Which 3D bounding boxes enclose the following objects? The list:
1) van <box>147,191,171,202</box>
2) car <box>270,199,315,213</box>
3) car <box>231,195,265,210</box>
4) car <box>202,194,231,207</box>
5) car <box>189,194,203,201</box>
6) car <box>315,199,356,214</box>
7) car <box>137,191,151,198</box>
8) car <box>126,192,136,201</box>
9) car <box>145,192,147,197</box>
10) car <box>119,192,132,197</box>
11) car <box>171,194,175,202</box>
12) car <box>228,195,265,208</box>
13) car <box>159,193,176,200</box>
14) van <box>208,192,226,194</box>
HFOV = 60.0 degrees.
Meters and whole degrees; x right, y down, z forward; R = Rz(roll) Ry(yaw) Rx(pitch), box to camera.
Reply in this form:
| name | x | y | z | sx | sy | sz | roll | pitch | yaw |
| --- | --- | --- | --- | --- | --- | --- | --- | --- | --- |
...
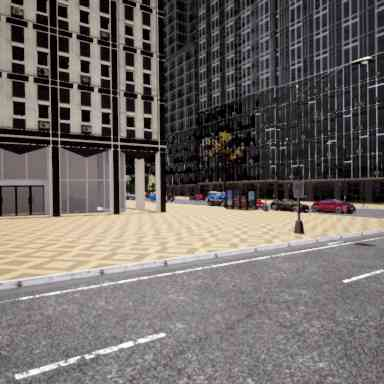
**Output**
| name | x | y | z | sx | sy | sz | roll | pitch | yaw |
| --- | --- | --- | --- | --- | --- | --- | --- | --- | --- |
| van | -5.846 | 0.936 | 58.369 | 1.690 | 1.788 | 3.998 | 0 | 1 | -35 |
| car | 10.185 | 1.423 | 34.907 | 1.947 | 1.339 | 4.313 | -1 | 1 | -35 |
| car | 6.971 | 1.387 | 39.597 | 1.802 | 1.307 | 4.206 | -1 | 1 | -35 |
| car | 3.792 | 1.318 | 44.308 | 1.947 | 1.339 | 4.313 | -1 | 1 | -35 |
| car | 1.052 | 1.042 | 63.129 | 1.802 | 1.307 | 4.206 | -1 | 1 | -35 |
| car | 14.293 | 1.407 | 33.725 | 1.994 | 1.385 | 4.181 | -1 | 1 | -35 |
| car | -11.859 | 0.684 | 81.840 | 1.967 | 1.590 | 4.097 | 0 | 1 | -35 |
| car | -12.302 | 1.038 | 67.728 | 2.008 | 1.369 | 4.403 | 0 | 1 | -35 |
| car | -8.631 | 0.613 | 77.161 | 2.192 | 1.841 | 5.009 | 0 | 1 | -35 |
| car | -18.313 | 0.687 | 91.198 | 2.008 | 1.369 | 4.403 | 0 | 1 | -35 |
| car | -4.969 | 1.040 | 61.811 | 1.837 | 1.490 | 4.892 | -1 | 1 | -34 |
| car | 7.172 | 1.207 | 44.048 | 1.882 | 1.535 | 5.008 | -1 | 2 | -35 |
| car | -5.403 | 0.934 | 72.486 | 1.802 | 1.307 | 4.206 | 0 | 1 | -35 |
| van | 4.279 | 0.854 | 58.448 | 1.690 | 1.788 | 3.998 | -1 | 1 | -35 |
